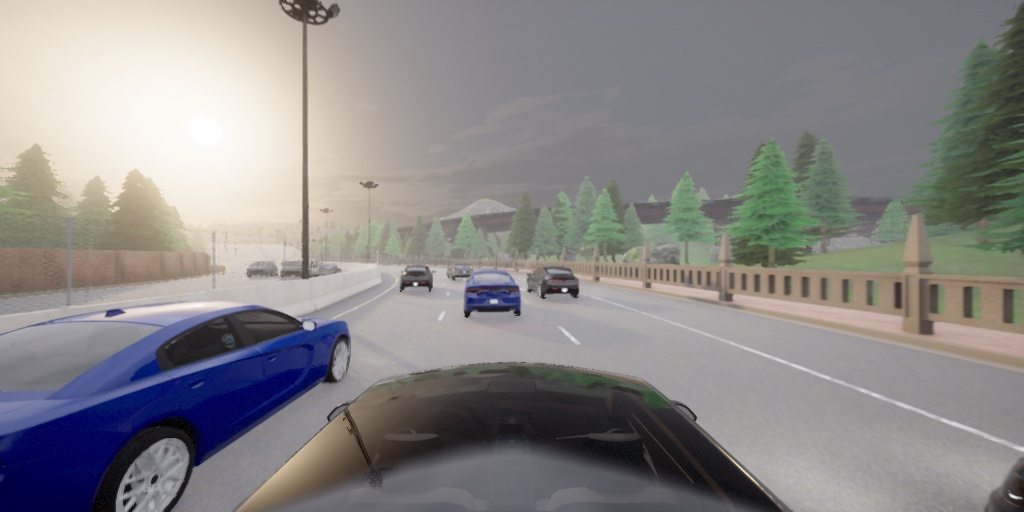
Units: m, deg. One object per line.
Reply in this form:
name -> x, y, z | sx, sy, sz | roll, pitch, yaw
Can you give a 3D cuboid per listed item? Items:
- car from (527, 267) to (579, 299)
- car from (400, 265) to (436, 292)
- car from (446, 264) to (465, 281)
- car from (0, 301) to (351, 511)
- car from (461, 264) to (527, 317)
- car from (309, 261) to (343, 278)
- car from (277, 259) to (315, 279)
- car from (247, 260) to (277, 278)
car -> 1.963, 1.282, 18.451 | 1.837, 1.490, 4.892 | 0, 0, -9
car -> -5.879, 1.318, 22.336 | 1.837, 1.490, 4.892 | 0, 0, -12
car -> -4.604, 1.375, 31.559 | 2.033, 1.411, 5.357 | 0, 0, -17
car -> -3.598, 1.245, 4.054 | 1.882, 1.535, 5.008 | 0, 0, -1
car -> -0.839, 1.255, 13.489 | 1.882, 1.535, 5.008 | 0, 0, -7
car -> -15.256, 1.409, 29.799 | 2.033, 1.411, 5.357 | 0, 0, -18
car -> -20.738, 1.244, 34.572 | 2.097, 1.767, 4.553 | 0, 0, -22
car -> -25.427, 1.264, 36.708 | 2.097, 1.767, 4.553 | 0, 0, -25
